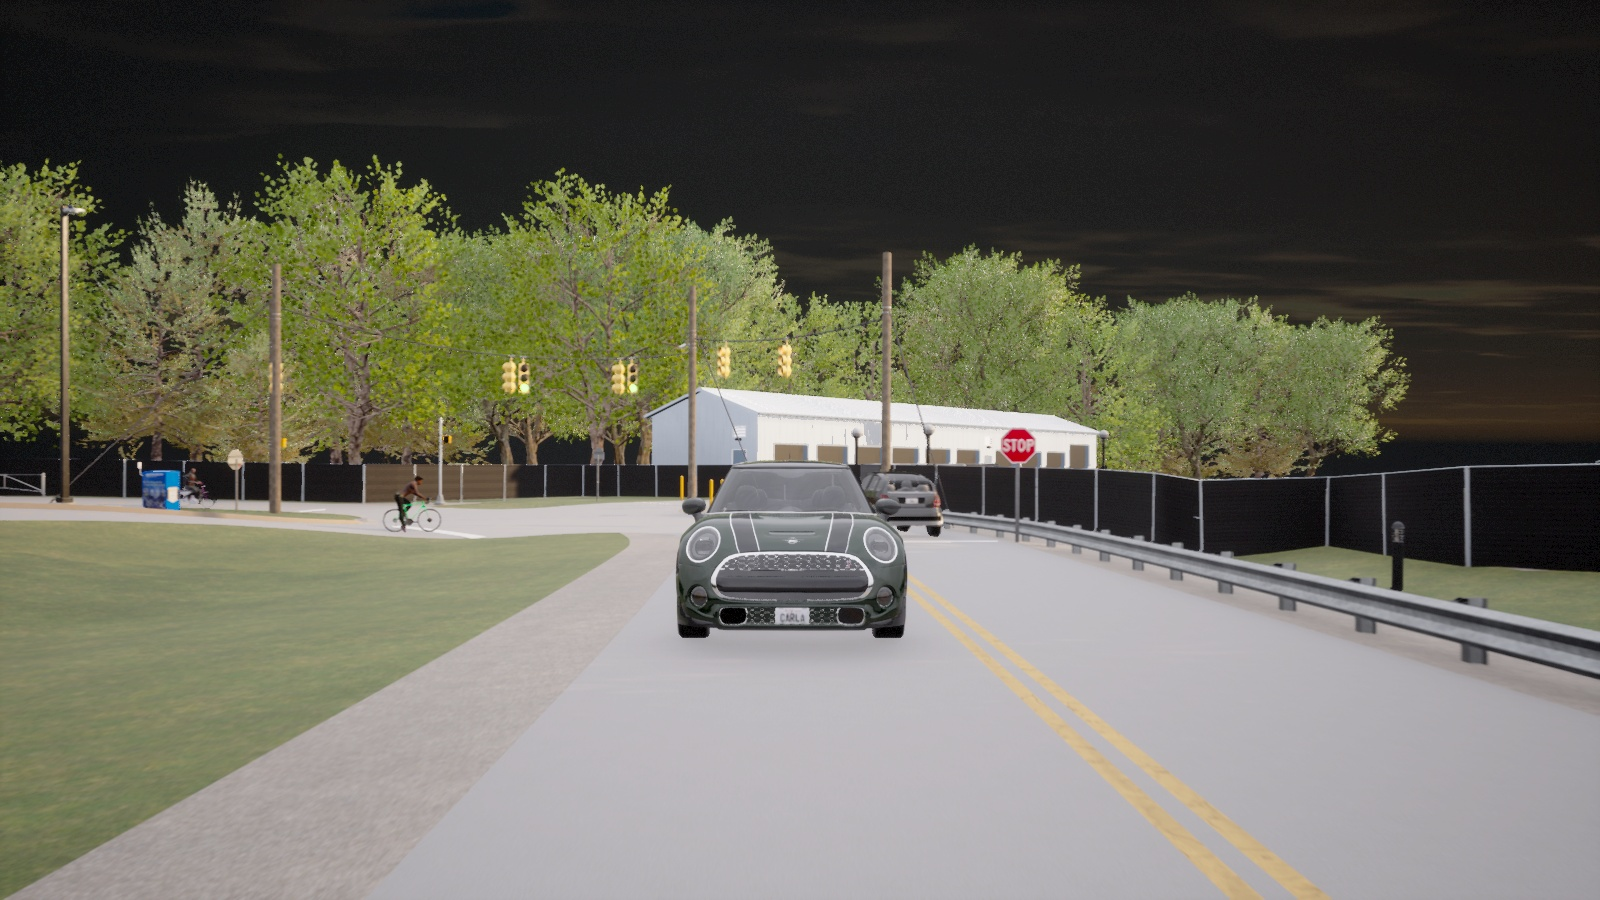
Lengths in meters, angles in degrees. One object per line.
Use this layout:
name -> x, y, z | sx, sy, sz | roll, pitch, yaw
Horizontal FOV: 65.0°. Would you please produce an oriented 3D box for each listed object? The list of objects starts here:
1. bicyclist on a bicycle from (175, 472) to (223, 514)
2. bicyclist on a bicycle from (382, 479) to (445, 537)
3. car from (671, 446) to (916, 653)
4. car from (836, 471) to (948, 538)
bicyclist on a bicycle -> -26.459, 1.895, 55.315 | 1.843, 1.776, 0.659 | 0, 1, 9
bicyclist on a bicycle -> -11.204, 1.659, 36.407 | 1.656, 1.620, 0.582 | 1, 1, -26
car -> -0.090, 0.888, 13.042 | 2.097, 1.767, 4.553 | 0, -1, -1
car -> 2.211, 1.301, 31.159 | 1.789, 1.549, 3.705 | 0, -1, -12
